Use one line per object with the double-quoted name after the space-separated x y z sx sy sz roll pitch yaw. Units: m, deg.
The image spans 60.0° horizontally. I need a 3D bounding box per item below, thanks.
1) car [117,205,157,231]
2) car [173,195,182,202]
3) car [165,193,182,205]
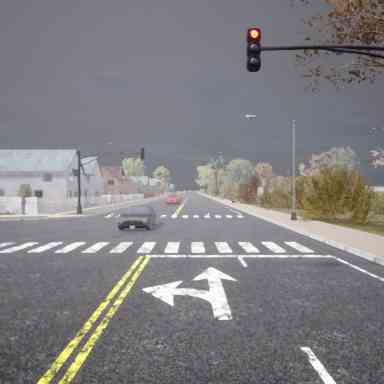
-3.249 1.545 20.790 2.033 1.411 5.357 0 0 0 "car"
-3.238 1.393 75.874 1.882 1.535 5.008 0 0 0 "car"
-3.242 1.277 56.015 2.150 2.045 5.566 0 2 0 "car"
